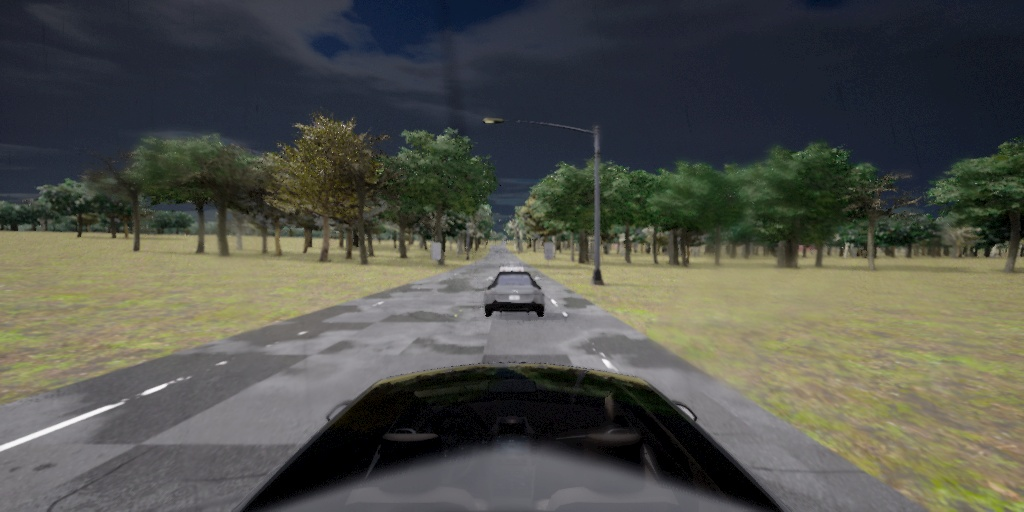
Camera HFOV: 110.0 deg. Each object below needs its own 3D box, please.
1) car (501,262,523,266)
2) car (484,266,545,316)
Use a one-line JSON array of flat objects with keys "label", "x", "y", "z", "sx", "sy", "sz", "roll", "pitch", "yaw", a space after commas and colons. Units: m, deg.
[{"label": "car", "x": -0.015, "y": 1.115, "z": 29.865, "sx": 1.895, "sy": 1.301, "sz": 4.718, "roll": 0, "pitch": 0, "yaw": 0}, {"label": "car", "x": 0.073, "y": 1.215, "z": 12.884, "sx": 1.994, "sy": 1.385, "sz": 4.181, "roll": 0, "pitch": 0, "yaw": 0}]
